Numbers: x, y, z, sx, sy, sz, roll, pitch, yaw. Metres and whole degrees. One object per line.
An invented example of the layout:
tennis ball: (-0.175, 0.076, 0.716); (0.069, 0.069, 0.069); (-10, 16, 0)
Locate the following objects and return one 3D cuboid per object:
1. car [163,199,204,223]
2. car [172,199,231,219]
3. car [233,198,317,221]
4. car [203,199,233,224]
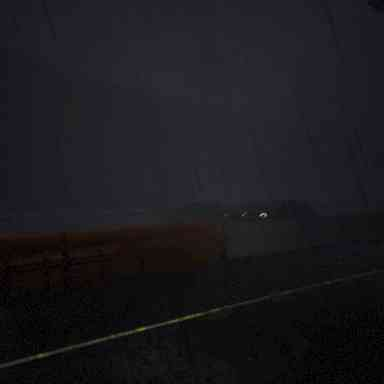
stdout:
car: (0.216, 1.411, 24.534); (4.892, 1.490, 1.837); (0, 0, -29)
car: (0.845, 1.391, 28.894); (4.892, 1.490, 1.837); (0, 0, -29)
car: (5.015, 1.252, 19.204); (4.553, 1.767, 2.097); (0, 0, -29)
car: (3.552, 1.374, 22.401); (5.008, 1.535, 1.882); (0, 0, -29)
